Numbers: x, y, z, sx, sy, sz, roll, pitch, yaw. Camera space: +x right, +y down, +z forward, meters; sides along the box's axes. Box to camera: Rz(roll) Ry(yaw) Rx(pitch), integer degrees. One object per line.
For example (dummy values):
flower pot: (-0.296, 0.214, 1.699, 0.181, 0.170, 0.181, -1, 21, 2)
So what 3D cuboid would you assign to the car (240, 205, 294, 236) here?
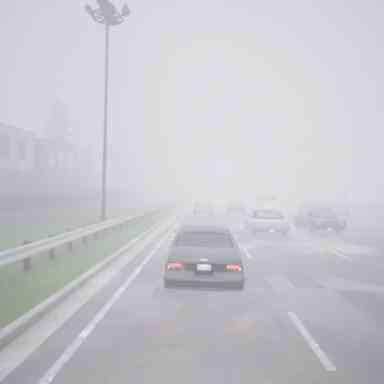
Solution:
car: (4.162, 1.694, 19.172, 1.895, 1.301, 4.718, 1, 0, 2)

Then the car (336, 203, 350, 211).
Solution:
car: (15.218, 1.898, 35.569, 1.994, 1.385, 4.181, 1, 0, 2)

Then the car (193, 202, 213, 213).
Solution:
car: (1.117, 1.633, 32.730, 1.895, 1.301, 4.718, 1, 0, 2)

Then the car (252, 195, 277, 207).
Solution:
car: (8.325, 1.408, 38.603, 2.150, 2.045, 5.566, 1, 0, 2)

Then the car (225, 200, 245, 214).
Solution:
car: (4.754, 1.588, 36.718, 1.882, 1.535, 5.008, 1, 0, 2)

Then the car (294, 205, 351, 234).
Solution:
car: (7.714, 1.771, 20.681, 1.895, 1.301, 4.718, 1, 0, 2)

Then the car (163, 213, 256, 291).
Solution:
car: (0.325, 1.557, 9.154, 2.033, 1.411, 5.357, 1, 0, 2)

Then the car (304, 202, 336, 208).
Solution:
car: (11.592, 1.733, 31.803, 1.882, 1.535, 5.008, 1, 0, 2)
